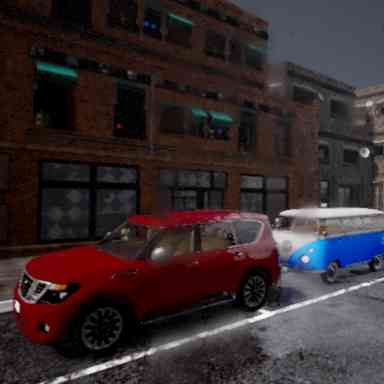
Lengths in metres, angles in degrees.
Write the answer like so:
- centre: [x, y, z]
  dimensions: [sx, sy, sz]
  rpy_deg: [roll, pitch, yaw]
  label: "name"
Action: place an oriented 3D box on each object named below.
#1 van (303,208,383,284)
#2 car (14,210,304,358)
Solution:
- centre: [3.947, 1.362, 9.376]
  dimensions: [3.998, 1.788, 1.690]
  rpy_deg: [0, 1, -36]
  label: "van"
- centre: [-0.448, 1.322, 6.226]
  dimensions: [5.009, 1.841, 2.192]
  rpy_deg: [0, 1, -36]
  label: "car"
